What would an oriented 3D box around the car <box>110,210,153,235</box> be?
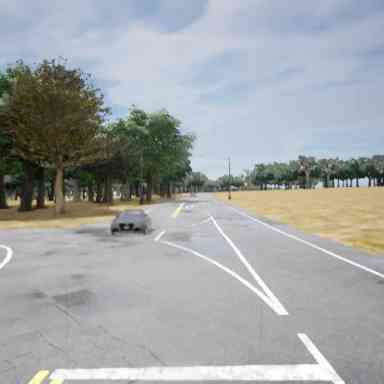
[{"bbox_3d":[-3.489,1.752,19.699,1.994,1.385,4.181,0,-2,0],"label":"car"}]
